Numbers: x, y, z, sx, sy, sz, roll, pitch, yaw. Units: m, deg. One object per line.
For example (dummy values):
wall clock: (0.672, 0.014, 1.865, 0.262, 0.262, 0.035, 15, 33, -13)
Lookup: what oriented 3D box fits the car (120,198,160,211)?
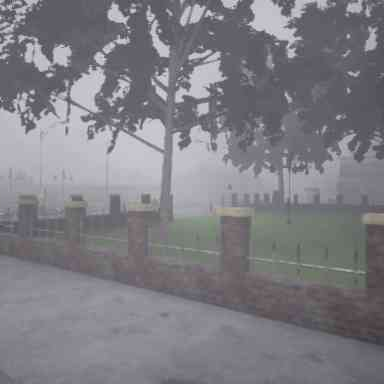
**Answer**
car: (-5.717, 1.339, 35.664, 2.033, 1.411, 5.357, 1, 0, 36)
